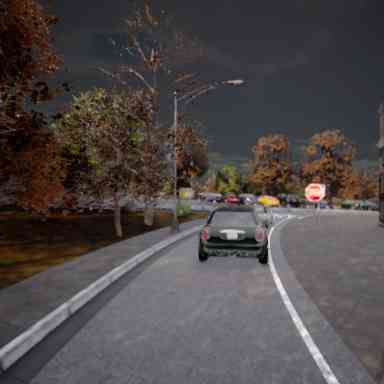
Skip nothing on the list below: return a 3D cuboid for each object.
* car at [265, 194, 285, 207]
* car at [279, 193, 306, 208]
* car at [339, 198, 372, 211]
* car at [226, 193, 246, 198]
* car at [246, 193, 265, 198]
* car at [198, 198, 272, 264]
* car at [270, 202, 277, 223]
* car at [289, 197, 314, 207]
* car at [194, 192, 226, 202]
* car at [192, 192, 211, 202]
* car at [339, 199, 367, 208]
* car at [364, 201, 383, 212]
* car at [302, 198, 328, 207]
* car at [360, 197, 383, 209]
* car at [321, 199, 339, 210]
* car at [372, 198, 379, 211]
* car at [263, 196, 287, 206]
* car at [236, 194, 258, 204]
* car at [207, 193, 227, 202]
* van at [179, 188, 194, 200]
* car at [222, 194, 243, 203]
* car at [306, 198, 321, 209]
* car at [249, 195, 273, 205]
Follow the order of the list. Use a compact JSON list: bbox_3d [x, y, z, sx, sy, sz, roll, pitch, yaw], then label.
[{"bbox_3d":[10.406,1.300,46.649,2.097,1.535,5.008,3,0,-14],"label":"car"},{"bbox_3d":[13.118,1.217,47.358,2.435,2.045,5.566,3,0,-14],"label":"car"},{"bbox_3d":[23.927,1.912,50.001,2.185,1.767,4.553,3,0,-14],"label":"car"},{"bbox_3d":[5.008,0.968,45.334,2.163,1.488,4.792,4,0,-14],"label":"car"},{"bbox_3d":[7.714,0.997,46.011,2.185,1.767,4.553,4,0,-14],"label":"car"},{"bbox_3d":[1.545,1.264,11.714,2.097,1.767,4.553,0,1,10],"label":"car"},{"bbox_3d":[4.153,1.520,21.524,1.895,1.301,4.718,0,0,18],"label":"car"},{"bbox_3d":[20.576,1.836,62.673,2.097,1.535,5.008,3,0,-14],"label":"car"},{"bbox_3d":[2.327,0.784,44.603,2.163,1.488,4.792,4,0,-14],"label":"car"},{"bbox_3d":[1.664,0.773,57.952,2.002,1.452,4.674,4,0,-14],"label":"car"},{"bbox_3d":[31.432,2.259,65.200,1.946,1.575,5.366,2,0,-14],"label":"car"},{"bbox_3d":[29.310,2.294,51.411,2.163,1.488,4.792,2,0,-14],"label":"car"},{"bbox_3d":[23.404,1.961,63.379,2.231,1.521,4.892,3,0,-14],"label":"car"},{"bbox_3d":[36.798,2.168,66.756,2.435,2.045,5.566,2,0,-14],"label":"car"},{"bbox_3d":[18.509,1.805,48.652,2.163,1.488,4.792,3,0,-14],"label":"car"},{"bbox_3d":[26.621,2.185,50.679,2.163,1.488,4.792,2,0,-14],"label":"car"},{"bbox_3d":[15.172,1.602,61.298,2.163,1.488,4.792,3,0,-14],"label":"car"},{"bbox_3d":[9.841,1.266,60.186,1.946,1.575,5.366,3,0,-14],"label":"car"},{"bbox_3d":[4.359,0.957,58.626,2.002,1.452,4.674,4,0,-14],"label":"car"},{"bbox_3d":[-0.875,0.334,57.179,1.878,1.987,4.442,4,1,-14],"label":"van"},{"bbox_3d":[7.173,1.132,59.357,2.163,1.488,4.792,4,0,-14],"label":"car"},{"bbox_3d":[15.813,1.628,48.001,2.231,1.521,4.892,3,0,-14],"label":"car"},{"bbox_3d":[12.549,1.425,60.863,1.946,1.575,5.366,3,0,-14],"label":"car"}]
